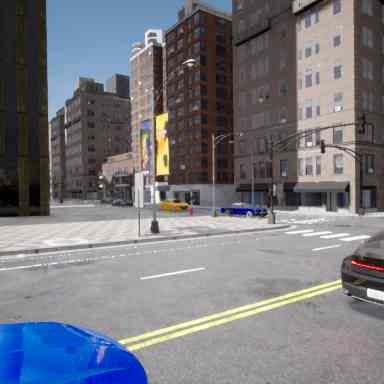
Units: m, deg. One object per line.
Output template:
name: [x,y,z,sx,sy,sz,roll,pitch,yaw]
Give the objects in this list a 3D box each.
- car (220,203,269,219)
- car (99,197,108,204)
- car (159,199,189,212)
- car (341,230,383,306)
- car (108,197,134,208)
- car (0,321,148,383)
car: [4.819,1.695,30.766,1.895,1.301,4.718,-1,0,-35]
car: [-17.192,1.742,67.583,2.033,1.411,5.357,-1,0,-35]
car: [-2.259,1.613,40.816,1.882,1.535,5.008,-1,1,-35]
car: [5.114,1.504,7.092,4.892,1.490,1.837,0,0,-36]
car: [-11.125,1.738,53.459,2.033,1.411,5.357,-1,0,-35]
car: [-2.577,1.478,1.603,5.008,1.535,1.882,0,0,-35]
